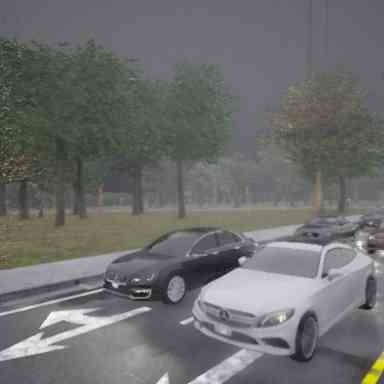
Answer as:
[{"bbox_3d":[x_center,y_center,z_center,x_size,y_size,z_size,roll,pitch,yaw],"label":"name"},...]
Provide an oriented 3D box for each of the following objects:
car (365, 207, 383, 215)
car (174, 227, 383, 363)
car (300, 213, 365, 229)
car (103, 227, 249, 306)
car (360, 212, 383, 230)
[{"bbox_3d":[13.461,1.865,23.832,1.837,1.490,4.892,-3,-2,42],"label":"car"},{"bbox_3d":[2.034,1.662,6.330,1.812,1.442,4.674,-3,-2,44],"label":"car"},{"bbox_3d":[6.586,1.867,16.220,1.994,1.385,4.181,-3,-2,42],"label":"car"},{"bbox_3d":[-0.015,1.751,8.913,1.837,1.490,4.892,-3,-2,42],"label":"car"},{"bbox_3d":[8.757,1.720,13.786,1.812,1.442,4.674,-3,-2,42],"label":"car"}]
